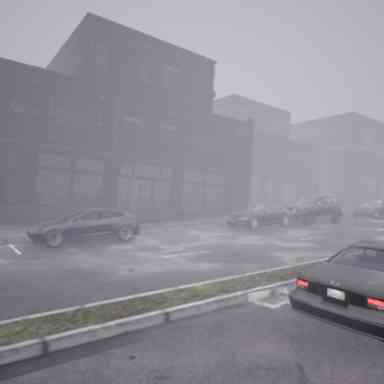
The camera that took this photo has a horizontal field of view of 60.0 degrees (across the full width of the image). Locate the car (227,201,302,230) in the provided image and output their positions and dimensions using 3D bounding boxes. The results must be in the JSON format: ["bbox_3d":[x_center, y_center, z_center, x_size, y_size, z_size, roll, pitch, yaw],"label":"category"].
[{"bbox_3d":[4.370,1.502,21.185,4.892,1.521,2.231,0,0,-36],"label":"car"}]

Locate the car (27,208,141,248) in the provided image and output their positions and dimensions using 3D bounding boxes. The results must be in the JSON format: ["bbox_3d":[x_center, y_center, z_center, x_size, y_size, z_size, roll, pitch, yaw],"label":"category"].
[{"bbox_3d":[-4.627,1.474,14.705,4.792,1.488,2.163,0,0,-36],"label":"car"}]

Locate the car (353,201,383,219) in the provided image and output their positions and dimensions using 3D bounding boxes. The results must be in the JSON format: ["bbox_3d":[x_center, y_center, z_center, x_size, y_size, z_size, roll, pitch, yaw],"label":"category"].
[{"bbox_3d":[16.432,1.578,29.951,4.892,1.521,2.231,0,0,-35],"label":"car"}]

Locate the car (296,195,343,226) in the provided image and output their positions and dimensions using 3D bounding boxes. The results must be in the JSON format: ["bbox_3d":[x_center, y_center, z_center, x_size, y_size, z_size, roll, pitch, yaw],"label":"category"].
[{"bbox_3d":[8.824,1.277,24.397,5.566,2.045,2.435,0,0,-36],"label":"car"}]

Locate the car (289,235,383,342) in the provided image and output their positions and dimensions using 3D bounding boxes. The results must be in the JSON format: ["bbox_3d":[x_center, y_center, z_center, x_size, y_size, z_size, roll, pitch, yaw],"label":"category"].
[{"bbox_3d":[4.181,1.581,6.434,5.357,1.411,2.033,0,0,-36],"label":"car"}]
